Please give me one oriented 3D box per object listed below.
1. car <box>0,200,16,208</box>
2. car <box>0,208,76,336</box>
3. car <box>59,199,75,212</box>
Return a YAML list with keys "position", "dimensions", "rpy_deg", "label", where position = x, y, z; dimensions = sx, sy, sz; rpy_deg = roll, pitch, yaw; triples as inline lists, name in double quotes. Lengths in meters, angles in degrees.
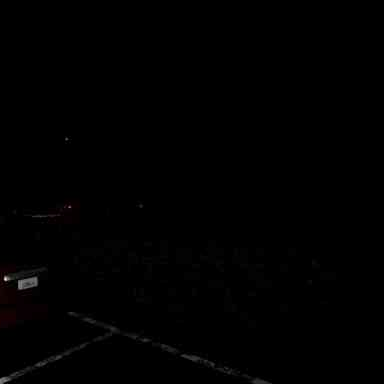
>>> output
- position: [-18.239, 1.503, 29.766]
  dimensions: [2.097, 1.767, 4.553]
  rpy_deg: [-1, -1, 37]
  label: "car"
- position: [-4.142, 1.317, 5.907]
  dimensions: [5.009, 1.841, 2.192]
  rpy_deg: [0, -1, 36]
  label: "car"
- position: [-11.093, 1.534, 34.029]
  dimensions: [2.097, 1.767, 4.553]
  rpy_deg: [-1, -1, 37]
  label: "car"
